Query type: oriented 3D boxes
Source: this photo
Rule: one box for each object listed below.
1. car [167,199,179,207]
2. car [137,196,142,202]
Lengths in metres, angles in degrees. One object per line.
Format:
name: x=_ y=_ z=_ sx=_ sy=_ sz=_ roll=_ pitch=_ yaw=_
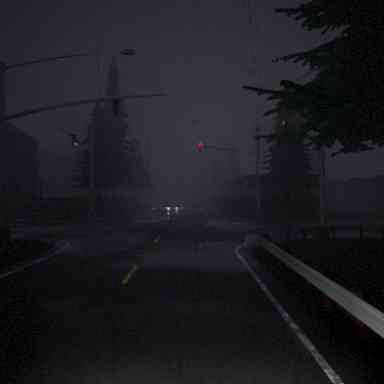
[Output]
car: x=-3.526 y=2.103 z=62.034 sx=1.812 sy=1.442 sz=4.674 roll=0 pitch=-1 yaw=0
car: x=-16.809 y=1.941 z=93.091 sx=3.866 sy=1.878 sz=1.905 roll=0 pitch=-1 yaw=-1
